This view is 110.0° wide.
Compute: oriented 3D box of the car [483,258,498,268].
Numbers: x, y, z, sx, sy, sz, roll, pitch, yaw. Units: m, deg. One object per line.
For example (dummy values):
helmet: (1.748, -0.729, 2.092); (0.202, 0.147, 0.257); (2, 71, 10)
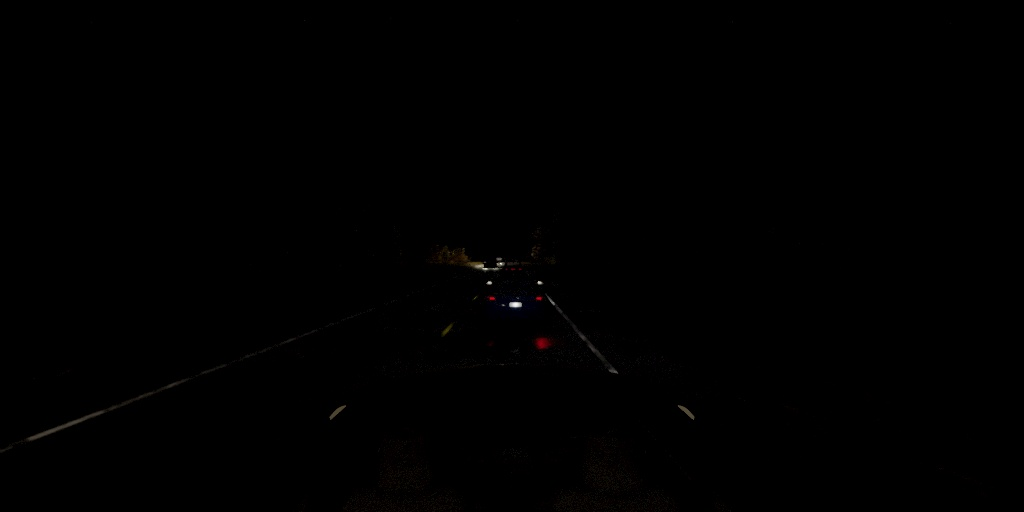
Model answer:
car: (-3.542, 1.084, 59.581); (2.097, 1.767, 4.553); (0, 0, 1)

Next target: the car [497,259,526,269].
car: (0.100, 1.236, 29.609); (2.128, 1.511, 4.902); (0, 0, 0)

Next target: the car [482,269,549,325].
car: (0.100, 1.312, 11.866); (1.994, 1.385, 4.181); (0, 0, 0)
